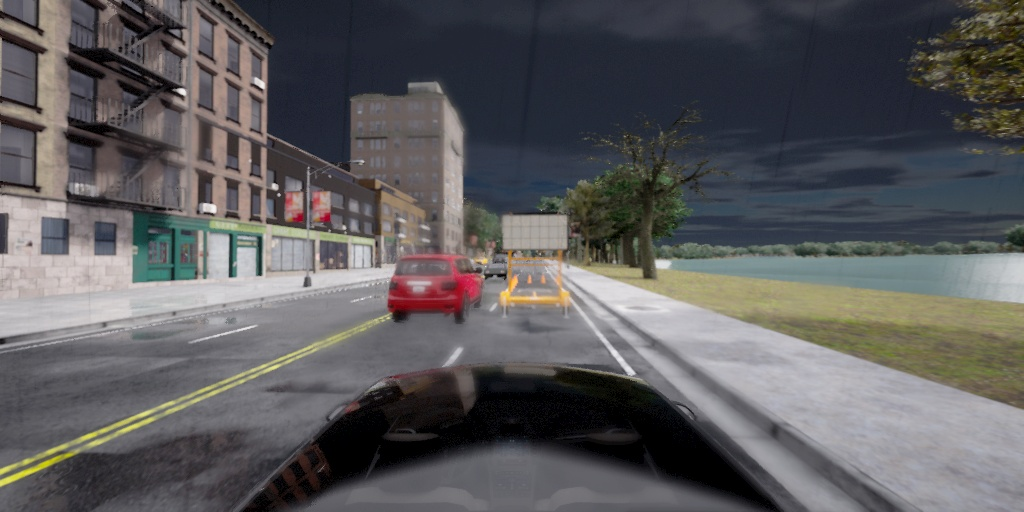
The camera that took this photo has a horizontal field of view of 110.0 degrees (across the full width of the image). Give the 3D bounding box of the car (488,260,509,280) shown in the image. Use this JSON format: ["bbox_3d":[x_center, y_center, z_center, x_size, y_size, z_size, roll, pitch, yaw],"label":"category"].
[{"bbox_3d":[-1.194,1.287,30.675,1.895,1.301,4.718,0,0,4],"label":"car"}]

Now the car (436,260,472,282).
[{"bbox_3d":[-4.704,1.183,29.819,1.882,1.535,5.008,0,0,4],"label":"car"}]

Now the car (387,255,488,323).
[{"bbox_3d":[-2.353,0.985,12.399,2.150,2.045,5.566,0,0,4],"label":"car"}]

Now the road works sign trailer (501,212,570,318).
[{"bbox_3d":[0.846,0.213,13.010,2.380,3.560,2.880,0,0,4],"label":"road works sign trailer"}]
